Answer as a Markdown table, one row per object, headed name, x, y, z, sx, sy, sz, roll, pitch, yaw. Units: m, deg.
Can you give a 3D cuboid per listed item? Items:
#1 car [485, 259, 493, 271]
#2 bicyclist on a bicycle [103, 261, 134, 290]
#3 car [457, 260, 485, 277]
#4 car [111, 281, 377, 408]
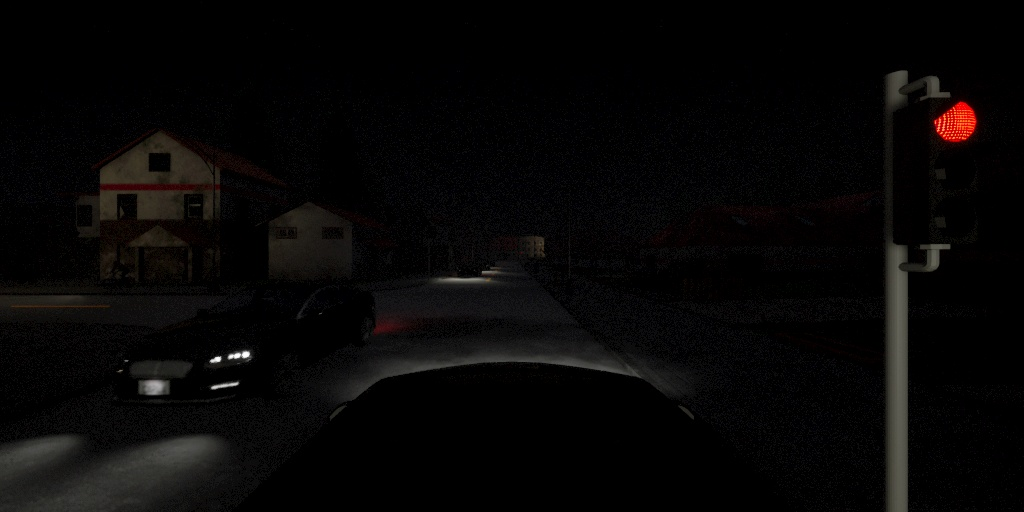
| name | x | y | z | sx | sy | sz | roll | pitch | yaw |
| --- | --- | --- | --- | --- | --- | --- | --- | --- | --- |
| car | -4.084 | 1.228 | 49.639 | 1.882 | 1.535 | 5.008 | 0 | 0 | 0 |
| bicyclist on a bicycle | -22.538 | 1.099 | 20.572 | 0.582 | 1.620 | 1.656 | 0 | 0 | 0 |
| car | -4.112 | 1.228 | 35.353 | 1.882 | 1.535 | 5.008 | 0 | 0 | 2 |
| car | -4.100 | 1.241 | 6.557 | 2.128 | 1.511 | 4.902 | 0 | 0 | 0 |
